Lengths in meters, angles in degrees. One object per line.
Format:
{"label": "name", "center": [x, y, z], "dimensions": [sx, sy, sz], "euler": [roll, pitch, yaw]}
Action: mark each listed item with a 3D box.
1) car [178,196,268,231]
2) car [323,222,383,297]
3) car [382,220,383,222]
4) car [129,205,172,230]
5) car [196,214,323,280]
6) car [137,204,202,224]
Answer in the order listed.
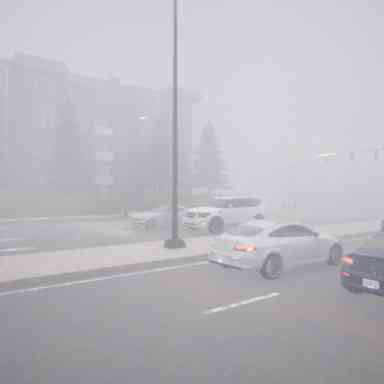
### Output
{"label": "car", "center": [2.115, 1.243, 19.645], "dimensions": [5.566, 2.045, 2.150], "euler": [0, 0, -36]}
{"label": "car", "center": [5.200, 1.540, 7.492], "dimensions": [4.674, 1.442, 1.812], "euler": [0, 0, -35]}
{"label": "car", "center": [10.951, 1.534, 15.994], "dimensions": [4.892, 1.490, 1.837], "euler": [0, 0, -36]}
{"label": "car", "center": [-1.679, 1.544, 21.224], "dimensions": [4.674, 1.442, 1.812], "euler": [0, 0, -36]}
{"label": "car", "center": [2.621, 1.539, 9.957], "dimensions": [4.674, 1.442, 1.812], "euler": [0, 0, -35]}
{"label": "car", "center": [-1.681, 1.623, 25.538], "dimensions": [4.718, 1.301, 1.895], "euler": [0, 0, -36]}
